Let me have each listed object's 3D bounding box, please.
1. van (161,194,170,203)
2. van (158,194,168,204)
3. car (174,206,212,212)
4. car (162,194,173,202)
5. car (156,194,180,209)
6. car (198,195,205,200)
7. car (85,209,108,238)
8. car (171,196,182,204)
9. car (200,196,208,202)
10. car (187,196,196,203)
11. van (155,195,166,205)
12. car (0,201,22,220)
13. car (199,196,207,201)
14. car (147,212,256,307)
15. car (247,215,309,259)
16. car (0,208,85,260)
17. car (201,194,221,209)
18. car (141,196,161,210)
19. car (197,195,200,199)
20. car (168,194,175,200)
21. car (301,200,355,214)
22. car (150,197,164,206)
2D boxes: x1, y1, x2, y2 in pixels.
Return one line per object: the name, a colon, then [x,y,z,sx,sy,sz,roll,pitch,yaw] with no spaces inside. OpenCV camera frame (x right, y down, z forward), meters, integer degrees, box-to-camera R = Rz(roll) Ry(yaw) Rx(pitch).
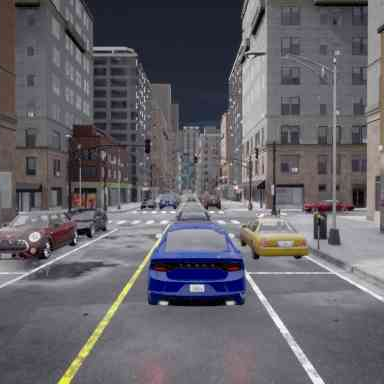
van: [-5.787,1.402,72.490,1.690,1.788,3.998,-1,0,0]
van: [-5.779,1.398,66.904,1.690,1.788,3.998,-1,0,0]
car: [0.074,1.606,17.472,1.895,1.301,4.718,0,0,0]
car: [-5.795,1.380,78.076,2.192,1.841,5.009,-1,0,0]
car: [-3.163,1.258,45.417,2.150,2.045,5.566,0,0,0]
car: [2.721,1.624,94.845,2.008,1.369,4.403,-1,0,0]
car: [-5.703,1.571,17.687,1.947,1.339,4.313,-1,0,0]
car: [-3.112,1.606,68.357,2.033,1.411,5.357,0,0,0]
car: [2.740,1.590,78.258,1.752,1.417,4.829,-1,0,0]
car: [-0.110,1.579,74.002,2.128,1.511,4.902,0,0,0]
van: [-5.770,1.394,61.318,1.690,1.788,3.998,-1,0,0]
car: [-18.071,1.664,29.470,5.008,1.535,1.882,-1,1,-1]
car: [2.734,1.634,83.673,1.947,1.339,4.313,-1,0,0]
car: [0.085,1.478,8.109,1.882,1.535,5.008,0,0,0]
car: [2.830,1.527,12.374,1.752,1.417,4.829,-1,0,0]
car: [-5.696,1.442,12.190,1.967,1.590,4.097,-1,0,0]
car: [2.780,1.351,44.572,2.192,1.841,5.009,-1,0,0]
car: [-5.743,1.601,44.560,1.947,1.339,4.313,-1,0,0]
car: [2.752,1.372,66.916,2.192,1.841,5.009,-1,0,0]
car: [-5.818,1.513,94.832,1.967,1.590,4.097,-1,0,0]
car: [13.311,1.458,32.830,4.718,1.301,1.895,-1,1,-1]
car: [-5.760,1.573,55.562,1.752,1.417,4.829,-1,0,0]
